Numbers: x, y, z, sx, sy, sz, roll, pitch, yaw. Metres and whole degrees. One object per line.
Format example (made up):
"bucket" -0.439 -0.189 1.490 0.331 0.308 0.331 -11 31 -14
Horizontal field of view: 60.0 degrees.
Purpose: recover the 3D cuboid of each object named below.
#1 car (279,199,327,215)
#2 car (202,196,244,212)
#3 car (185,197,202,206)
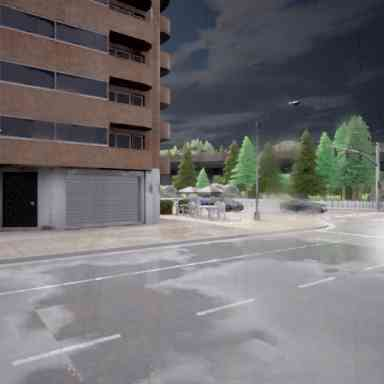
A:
"car" 11.033 1.434 33.202 2.128 1.511 4.902 0 0 -36
"car" 3.707 1.296 37.282 2.097 1.767 4.553 0 0 -37
"car" 1.003 1.420 46.453 1.882 1.535 5.008 0 0 -43
